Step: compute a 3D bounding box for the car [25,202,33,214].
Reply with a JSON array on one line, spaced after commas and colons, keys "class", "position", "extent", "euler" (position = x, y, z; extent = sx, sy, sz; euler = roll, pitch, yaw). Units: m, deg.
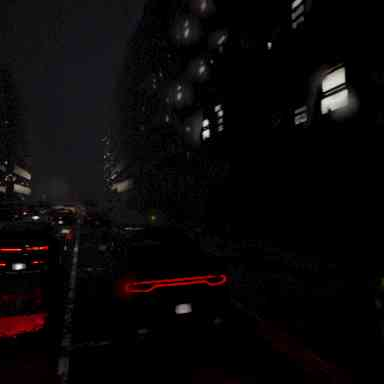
[{"class": "car", "position": [-19.574, 1.940, 37.032], "extent": [2.192, 1.841, 5.009], "euler": [1, -1, -18]}]

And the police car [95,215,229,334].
[{"class": "police car", "position": [-0.941, 1.520, 7.280], "extent": [1.930, 1.638, 5.238], "euler": [0, -1, -18]}]

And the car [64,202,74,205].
[{"class": "car", "position": [-16.358, 2.156, 44.140], "extent": [1.801, 1.575, 5.366], "euler": [0, -1, -18]}]

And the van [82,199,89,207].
[{"class": "van", "position": [-26.066, 2.695, 81.437], "extent": [1.690, 1.788, 3.998], "euler": [1, -1, -18]}]

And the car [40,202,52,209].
[{"class": "car", "position": [-30.043, 2.722, 68.513], "extent": [1.887, 1.381, 4.507], "euler": [1, -1, -18]}]

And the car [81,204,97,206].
[{"class": "car", "position": [-8.592, 1.976, 28.960], "extent": [1.887, 1.381, 4.507], "euler": [1, -1, -18]}]

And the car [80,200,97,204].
[{"class": "car", "position": [-10.328, 1.956, 34.213], "extent": [1.967, 1.590, 4.097], "euler": [1, -1, -18]}]

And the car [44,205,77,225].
[{"class": "car", "position": [-10.680, 2.026, 27.390], "extent": [1.895, 1.301, 4.718], "euler": [0, -1, -18]}]

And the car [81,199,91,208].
[{"class": "car", "position": [-24.321, 2.568, 76.189], "extent": [2.192, 1.841, 5.009], "euler": [1, -1, -18]}]

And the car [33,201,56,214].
[{"class": "car", "position": [-18.299, 2.202, 41.246], "extent": [1.812, 1.442, 4.674], "euler": [0, -1, -18]}]

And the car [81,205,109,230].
[{"class": "car", "position": [-6.848, 1.892, 23.713], "extent": [1.887, 1.381, 4.507], "euler": [1, -1, -18]}]

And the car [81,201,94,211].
[{"class": "car", "position": [-17.345, 2.310, 55.193], "extent": [1.967, 1.590, 4.097], "euler": [1, -1, -18]}]

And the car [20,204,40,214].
[{"class": "car", "position": [-23.067, 2.367, 47.523], "extent": [1.947, 1.339, 4.313], "euler": [1, -1, -18]}]

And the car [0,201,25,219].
[{"class": "car", "position": [-17.830, 1.854, 31.785], "extent": [2.192, 1.841, 5.009], "euler": [1, -1, -18]}]

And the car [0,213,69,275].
[{"class": "car", "position": [-5.164, 1.674, 10.766], "extent": [1.837, 1.490, 4.892], "euler": [0, -1, -18]}]
